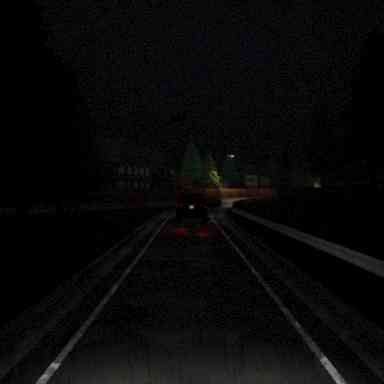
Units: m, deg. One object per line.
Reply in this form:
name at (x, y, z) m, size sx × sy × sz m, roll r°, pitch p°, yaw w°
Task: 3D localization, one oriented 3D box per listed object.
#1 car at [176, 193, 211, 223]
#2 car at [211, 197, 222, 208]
car at (0.014, 1.080, 24.605) m, size 2.150 × 2.045 × 5.566 m, roll 0°, pitch 0°, yaw 1°
car at (2.607, 1.317, 43.182) m, size 1.994 × 1.385 × 4.181 m, roll 0°, pitch 0°, yaw 15°
